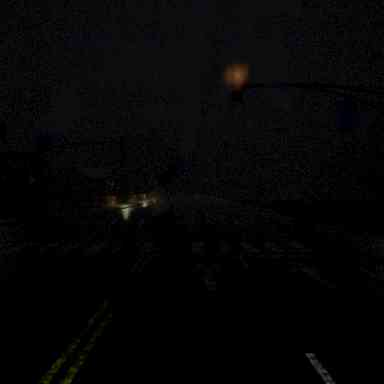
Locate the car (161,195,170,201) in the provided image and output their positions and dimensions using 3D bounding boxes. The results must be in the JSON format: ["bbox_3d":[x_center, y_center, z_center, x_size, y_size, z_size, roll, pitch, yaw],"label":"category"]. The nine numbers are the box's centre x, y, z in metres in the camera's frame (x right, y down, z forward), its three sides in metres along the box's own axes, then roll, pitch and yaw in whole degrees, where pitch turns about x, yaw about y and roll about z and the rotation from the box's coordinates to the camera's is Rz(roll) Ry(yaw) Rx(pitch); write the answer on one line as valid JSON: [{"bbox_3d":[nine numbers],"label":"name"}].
[{"bbox_3d":[-6.377,1.430,79.308,1.882,1.535,5.008,0,0,0],"label":"car"}]
